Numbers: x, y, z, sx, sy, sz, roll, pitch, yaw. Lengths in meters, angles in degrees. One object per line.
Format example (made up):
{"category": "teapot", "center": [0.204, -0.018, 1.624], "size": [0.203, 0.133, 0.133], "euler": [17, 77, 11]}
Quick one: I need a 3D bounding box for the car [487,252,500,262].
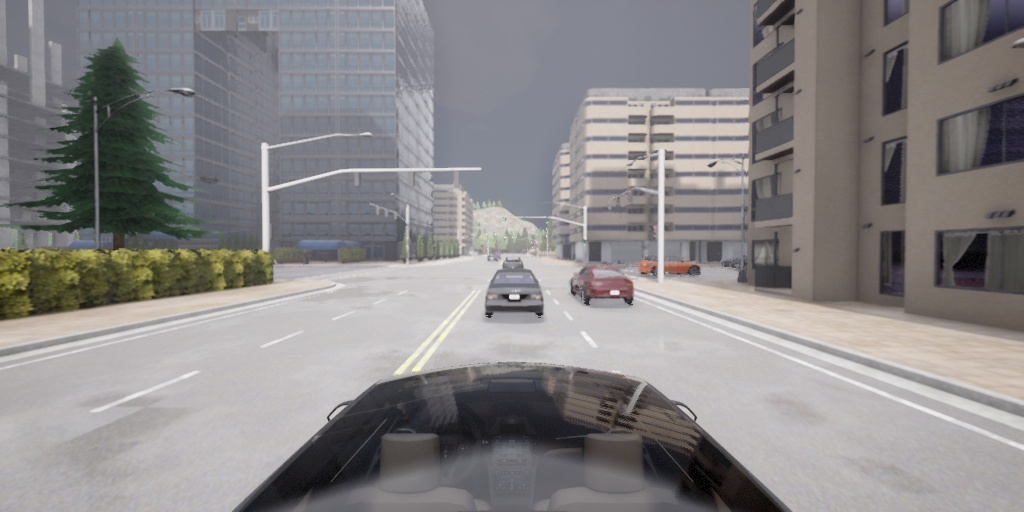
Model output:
{"category": "car", "center": [-3.541, 0.299, 65.072], "size": [2.128, 1.511, 4.902], "euler": [0, 1, 1]}

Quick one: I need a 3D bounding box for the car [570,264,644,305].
{"category": "car", "center": [3.579, 1.081, 14.761], "size": [1.812, 1.442, 4.674], "euler": [0, 1, 0]}

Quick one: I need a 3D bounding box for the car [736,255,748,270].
{"category": "car", "center": [25.926, 0.716, 36.080], "size": [5.008, 1.535, 1.882], "euler": [0, 1, 0]}

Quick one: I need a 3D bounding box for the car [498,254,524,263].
{"category": "car", "center": [0.087, 0.761, 33.989], "size": [2.128, 1.511, 4.902], "euler": [0, 1, 0]}

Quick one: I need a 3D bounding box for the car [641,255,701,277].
{"category": "car", "center": [12.627, 0.701, 28.690], "size": [4.553, 1.767, 2.097], "euler": [0, 1, -8]}

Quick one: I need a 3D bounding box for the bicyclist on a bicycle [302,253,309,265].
{"category": "bicyclist on a bicycle", "center": [-26.651, 0.386, 46.326], "size": [0.582, 1.620, 1.656], "euler": [0, 1, -1]}

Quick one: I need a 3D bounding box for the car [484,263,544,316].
{"category": "car", "center": [0.075, 1.138, 12.425], "size": [2.033, 1.411, 5.357], "euler": [0, 1, 0]}

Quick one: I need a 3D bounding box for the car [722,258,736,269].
{"category": "car", "center": [25.873, 0.664, 39.580], "size": [5.008, 1.535, 1.882], "euler": [0, 1, -1]}
